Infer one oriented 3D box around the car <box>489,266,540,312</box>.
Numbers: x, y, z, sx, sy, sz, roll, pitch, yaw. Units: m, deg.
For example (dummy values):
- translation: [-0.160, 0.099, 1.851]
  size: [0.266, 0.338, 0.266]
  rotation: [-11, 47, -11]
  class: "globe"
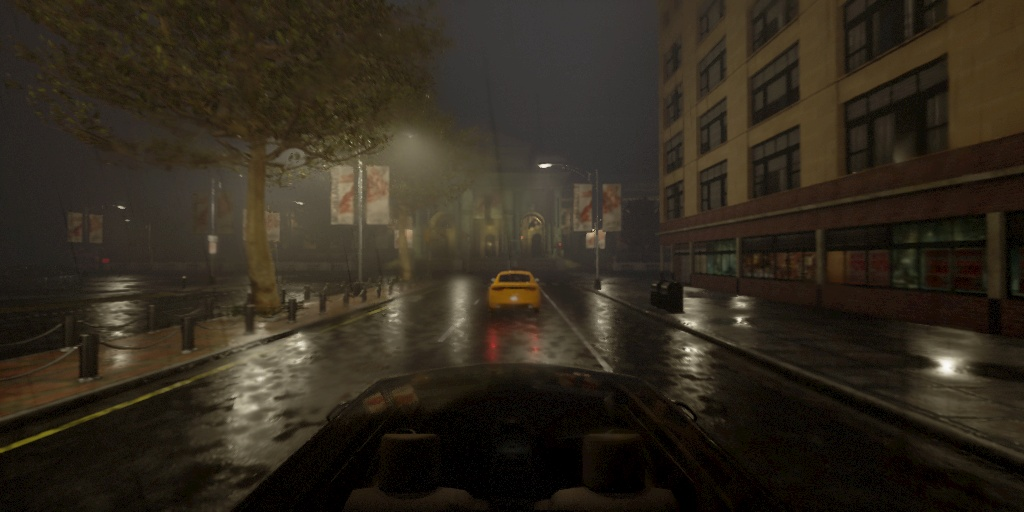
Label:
- translation: [0.138, 1.358, 14.927]
  size: [1.882, 1.535, 5.008]
  rotation: [0, 0, 1]
  class: "car"
